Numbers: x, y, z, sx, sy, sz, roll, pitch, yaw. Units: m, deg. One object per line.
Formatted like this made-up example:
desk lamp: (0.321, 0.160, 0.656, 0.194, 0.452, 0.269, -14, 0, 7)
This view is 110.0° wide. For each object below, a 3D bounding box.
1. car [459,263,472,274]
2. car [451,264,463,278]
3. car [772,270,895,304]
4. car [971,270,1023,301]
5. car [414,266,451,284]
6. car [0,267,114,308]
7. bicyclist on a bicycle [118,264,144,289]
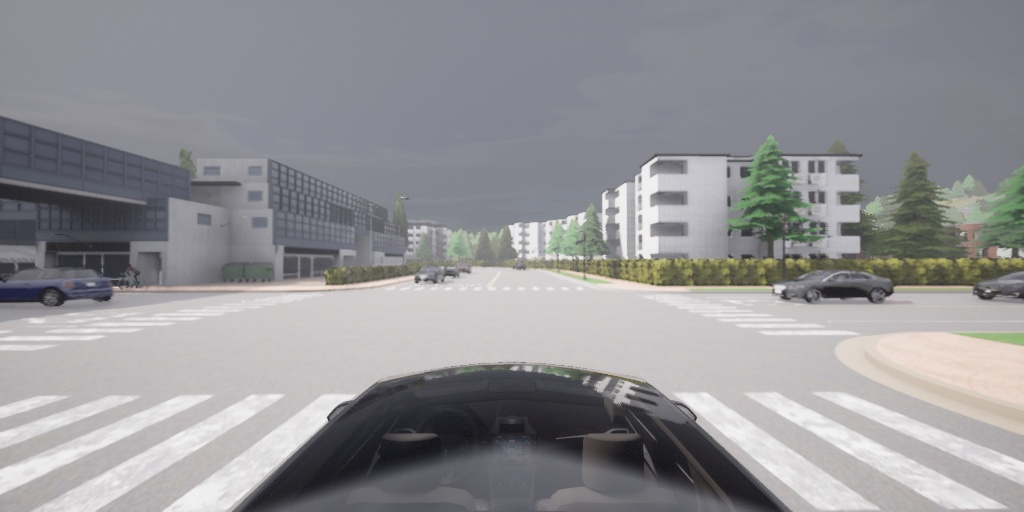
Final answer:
car: (-7.283, 1.780, 53.672, 2.097, 1.767, 4.553, 0, -1, 0)
car: (-7.220, 1.874, 41.700, 1.895, 1.301, 4.718, 0, -1, 0)
car: (15.024, 1.411, 16.960, 4.902, 1.511, 2.128, 0, -1, 0)
car: (24.963, 1.417, 16.991, 4.892, 1.490, 1.837, 0, -1, 0)
car: (-7.208, 1.636, 31.792, 2.128, 1.511, 4.902, 0, -1, 1)
car: (-21.056, 1.304, 16.134, 4.553, 1.767, 2.097, 0, -1, 0)
bicyclist on a bicycle: (-25.346, 1.359, 23.899, 0.582, 1.620, 1.656, 0, -1, 0)
